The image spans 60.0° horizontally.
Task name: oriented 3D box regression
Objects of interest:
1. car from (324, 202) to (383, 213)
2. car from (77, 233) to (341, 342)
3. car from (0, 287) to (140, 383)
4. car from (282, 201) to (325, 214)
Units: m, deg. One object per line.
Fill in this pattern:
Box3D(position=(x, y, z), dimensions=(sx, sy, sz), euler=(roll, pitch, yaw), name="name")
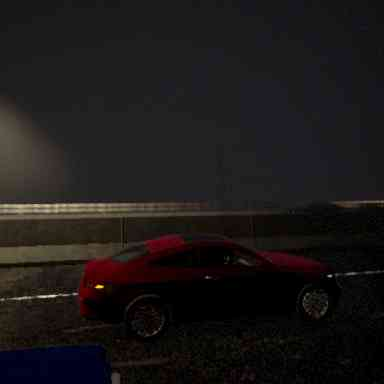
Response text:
Box3D(position=(12.653, 1.479, 23.912), dimensions=(5.357, 1.411, 2.033), euler=(0, 0, -14), name="car")
Box3D(position=(0.367, 1.512, 6.101), dimensions=(4.674, 1.442, 1.812), euler=(0, 0, -14), name="car")
Box3D(position=(-2.685, 1.600, 1.704), dimensions=(4.718, 1.301, 1.895), euler=(0, 0, -14), name="car")
Box3D(position=(10.041, 1.476, 26.853), dimensions=(5.357, 1.411, 2.033), euler=(0, 0, -14), name="car")
